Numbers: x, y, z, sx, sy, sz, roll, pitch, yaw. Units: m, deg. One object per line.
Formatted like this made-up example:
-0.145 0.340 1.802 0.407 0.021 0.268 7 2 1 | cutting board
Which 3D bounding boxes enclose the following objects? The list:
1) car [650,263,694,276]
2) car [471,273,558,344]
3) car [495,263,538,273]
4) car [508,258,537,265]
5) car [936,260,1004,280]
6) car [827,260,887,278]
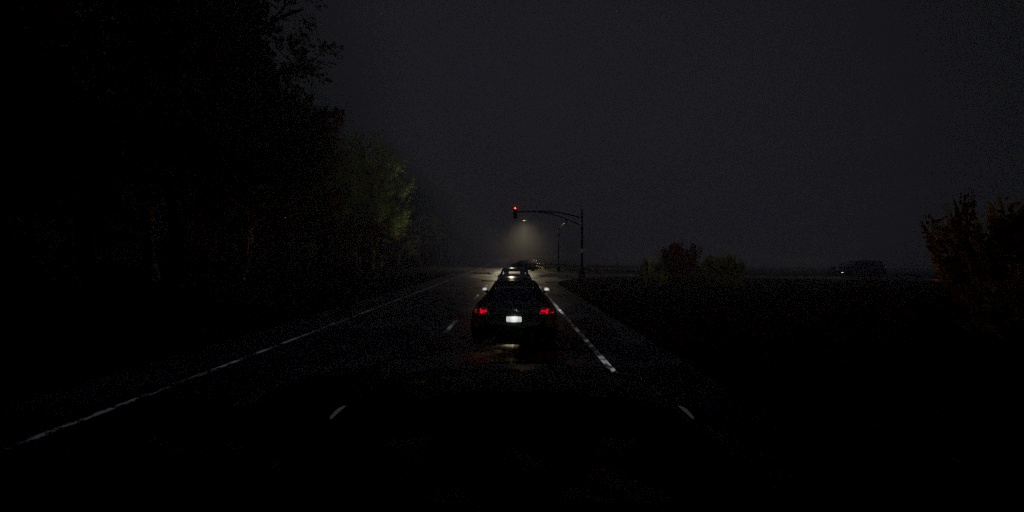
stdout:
18.599 1.500 41.792 4.902 1.511 2.128 0 -1 0 | car
0.092 1.316 9.640 1.994 1.385 4.181 0 0 1 | car
0.120 1.301 18.844 2.033 1.411 5.357 0 0 0 | car
1.508 1.298 48.484 2.033 1.411 5.357 0 0 -28 | car
48.591 1.498 38.024 5.566 2.045 2.150 1 -1 0 | car
40.043 1.465 41.663 5.566 2.045 2.150 1 -1 0 | car
